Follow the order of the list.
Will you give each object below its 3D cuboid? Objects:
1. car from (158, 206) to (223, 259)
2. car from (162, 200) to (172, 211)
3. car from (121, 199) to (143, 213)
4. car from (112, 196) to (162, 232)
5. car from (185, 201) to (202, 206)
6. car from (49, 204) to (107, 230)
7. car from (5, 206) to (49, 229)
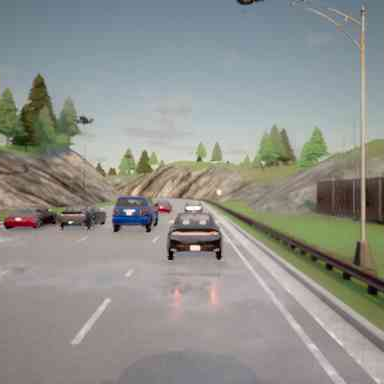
[{"bbox_3d":[0.097,1.515,12.681,2.128,1.511,4.902,0,0,0],"label":"car"},{"bbox_3d":[-3.365,1.635,38.121,1.994,1.385,4.181,0,0,0],"label":"car"},{"bbox_3d":[-6.880,1.598,38.516,1.812,1.442,4.674,0,0,0],"label":"car"},{"bbox_3d":[-3.382,1.260,20.692,2.150,2.045,5.566,0,0,0],"label":"car"},{"bbox_3d":[0.147,1.668,35.935,1.895,1.301,4.718,0,0,0],"label":"car"},{"bbox_3d":[-6.876,1.531,21.329,2.128,1.511,4.902,0,0,0],"label":"car"},{"bbox_3d":[-10.372,1.605,21.893,1.994,1.385,4.181,0,0,0],"label":"car"}]
